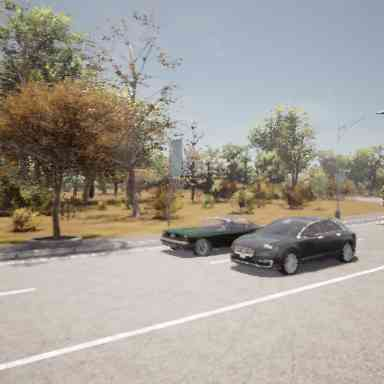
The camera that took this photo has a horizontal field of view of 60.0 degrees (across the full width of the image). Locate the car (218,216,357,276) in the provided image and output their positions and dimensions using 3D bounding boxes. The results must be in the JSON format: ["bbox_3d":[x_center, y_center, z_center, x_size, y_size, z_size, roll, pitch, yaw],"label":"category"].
[{"bbox_3d":[3.398,1.565,10.704,4.892,1.490,1.837,1,0,-35],"label":"car"}]

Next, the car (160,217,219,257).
[{"bbox_3d":[1.118,1.658,13.310,4.718,1.301,1.895,0,0,-35],"label":"car"}]
